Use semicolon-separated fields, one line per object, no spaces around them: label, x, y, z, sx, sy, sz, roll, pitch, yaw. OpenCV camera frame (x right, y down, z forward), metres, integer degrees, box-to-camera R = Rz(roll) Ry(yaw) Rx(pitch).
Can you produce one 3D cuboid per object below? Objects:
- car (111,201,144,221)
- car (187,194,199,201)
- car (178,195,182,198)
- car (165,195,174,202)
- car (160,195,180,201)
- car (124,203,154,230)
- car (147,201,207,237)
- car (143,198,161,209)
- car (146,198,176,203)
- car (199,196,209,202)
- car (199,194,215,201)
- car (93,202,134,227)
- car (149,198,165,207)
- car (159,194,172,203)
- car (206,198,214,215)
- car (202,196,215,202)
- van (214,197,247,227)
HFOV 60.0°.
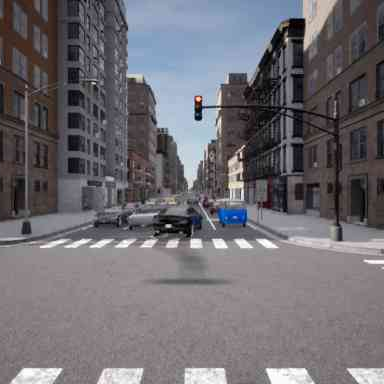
car;-5.365;1.543;28.130;1.887;1.381;4.507;0;0;0
car;0.149;1.479;55.349;2.128;1.511;4.902;0;0;0
car;-2.767;1.592;50.498;1.895;1.301;4.718;0;0;0
car;-5.324;1.410;79.266;1.967;1.590;4.097;0;0;0
car;-2.811;1.474;39.946;1.882;1.535;5.008;0;0;0
car;-2.803;1.600;21.155;1.895;1.301;4.718;0;0;-1
car;-0.642;1.477;18.240;1.882;1.535;5.008;0;0;11
car;-5.352;1.520;45.006;1.752;1.417;4.829;0;0;0
car;-2.822;1.562;30.299;1.994;1.385;4.181;0;0;0
car;2.696;1.524;73.582;2.008;1.369;4.403;0;0;0
car;2.678;1.305;50.857;2.192;1.841;5.009;0;0;0
car;-5.370;1.550;22.448;2.008;1.369;4.403;0;0;0
car;-5.347;1.556;50.858;1.947;1.339;4.313;0;0;0
car;-5.333;1.293;67.903;2.192;1.841;5.009;0;0;0
car;2.664;1.580;33.813;1.802;1.307;4.206;0;0;0
car;2.674;1.576;45.176;1.802;1.307;4.206;0;0;0
van;2.655;1.340;22.450;1.690;1.788;3.998;0;0;0
